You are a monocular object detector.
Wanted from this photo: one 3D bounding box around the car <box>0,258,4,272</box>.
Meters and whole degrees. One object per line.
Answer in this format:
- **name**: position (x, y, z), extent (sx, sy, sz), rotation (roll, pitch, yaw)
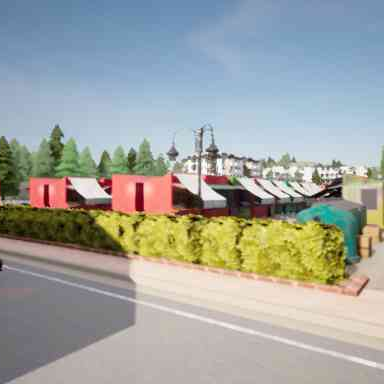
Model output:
- **car**: position (-7.145, 1.543, 8.990), extent (5.357, 1.411, 2.033), rotation (0, 0, 36)
